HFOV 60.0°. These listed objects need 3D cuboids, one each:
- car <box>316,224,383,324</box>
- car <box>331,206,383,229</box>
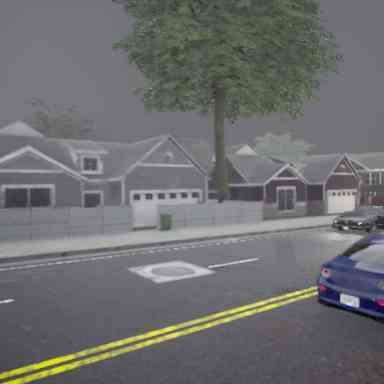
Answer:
[{"bbox_3d":[4.332,1.518,6.527,4.674,1.442,1.812,0,0,-36],"label":"car"},{"bbox_3d":[10.209,1.488,18.950,5.357,1.411,2.033,0,0,-35],"label":"car"}]
